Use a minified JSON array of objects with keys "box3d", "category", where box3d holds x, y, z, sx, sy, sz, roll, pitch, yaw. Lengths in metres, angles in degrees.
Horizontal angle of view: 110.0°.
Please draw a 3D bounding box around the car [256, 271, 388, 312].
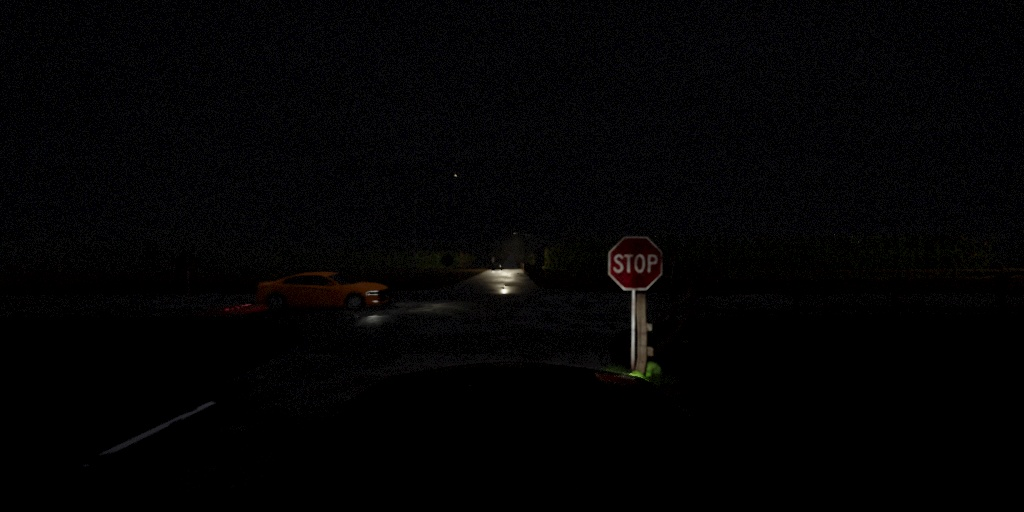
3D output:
[{"box3d":[-7.733,1.402,14.862,5.008,1.535,1.882,0,1,0],"category":"car"}]
